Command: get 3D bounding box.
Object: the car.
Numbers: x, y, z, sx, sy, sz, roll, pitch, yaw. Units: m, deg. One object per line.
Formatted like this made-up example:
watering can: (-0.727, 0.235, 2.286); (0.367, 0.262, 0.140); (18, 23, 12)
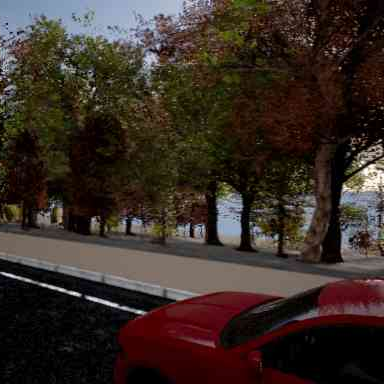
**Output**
car: (1.519, 1.478, 2.602); (5.008, 1.535, 1.882); (0, 0, 35)
